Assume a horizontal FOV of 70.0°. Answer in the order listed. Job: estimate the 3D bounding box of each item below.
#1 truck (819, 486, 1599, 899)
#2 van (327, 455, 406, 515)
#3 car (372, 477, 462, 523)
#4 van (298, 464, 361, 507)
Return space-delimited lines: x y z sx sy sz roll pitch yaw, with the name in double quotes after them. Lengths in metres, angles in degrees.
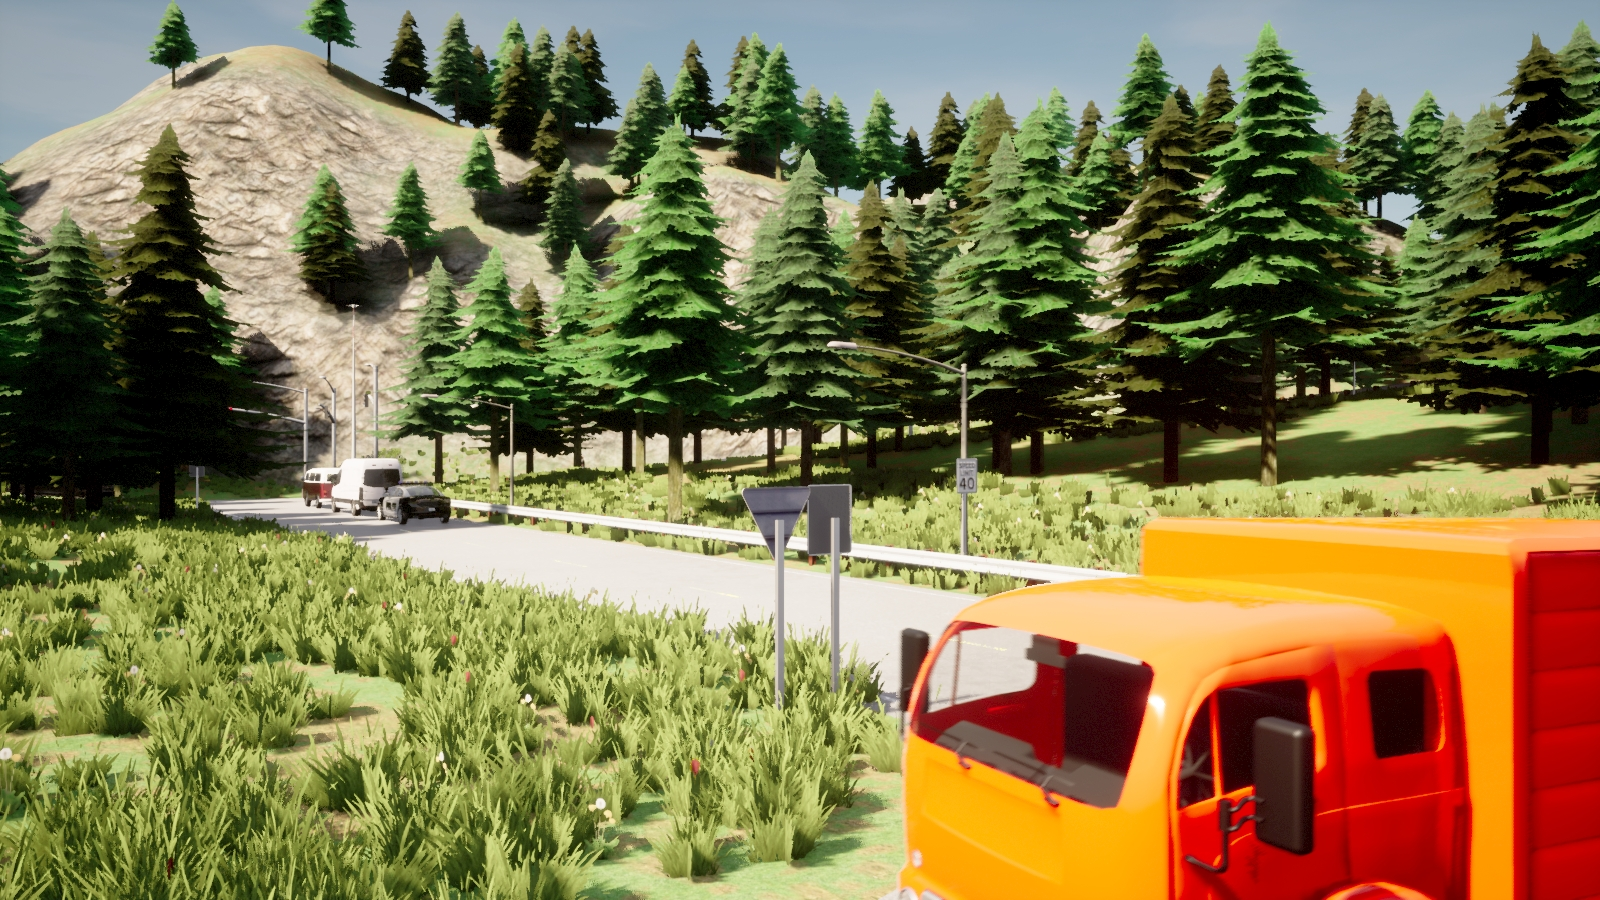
3.019 1.448 5.701 5.204 2.467 2.627 1 -1 -26 "truck"
-20.079 1.534 52.765 1.988 2.561 5.915 0 0 -35 "van"
-15.723 1.982 46.760 2.097 1.638 5.238 0 0 -35 "car"
-24.143 1.782 58.581 2.069 2.038 4.480 0 0 -35 "van"
